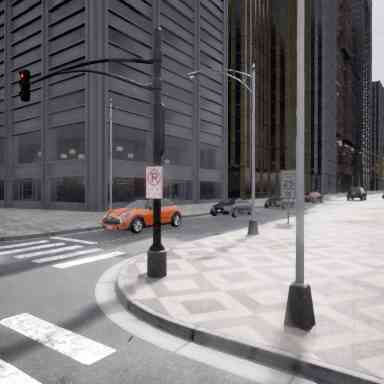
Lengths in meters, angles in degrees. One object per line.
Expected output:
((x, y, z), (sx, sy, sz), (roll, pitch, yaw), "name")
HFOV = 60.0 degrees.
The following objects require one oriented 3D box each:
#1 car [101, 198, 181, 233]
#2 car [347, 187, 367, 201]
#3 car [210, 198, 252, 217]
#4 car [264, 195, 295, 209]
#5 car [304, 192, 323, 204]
((-2.617, 1.094, 17.880), (2.097, 1.767, 4.553), (0, 1, 37), "car")
((25.564, 0.275, 51.582), (2.150, 2.045, 5.566), (0, 1, 35), "car")
((3.148, 1.140, 25.845), (1.994, 1.385, 4.181), (0, 1, 36), "car")
((8.948, 0.978, 33.928), (1.994, 1.385, 4.181), (0, 1, 35), "car")
((15.272, 0.721, 42.655), (1.882, 1.535, 5.008), (0, 1, 36), "car")
